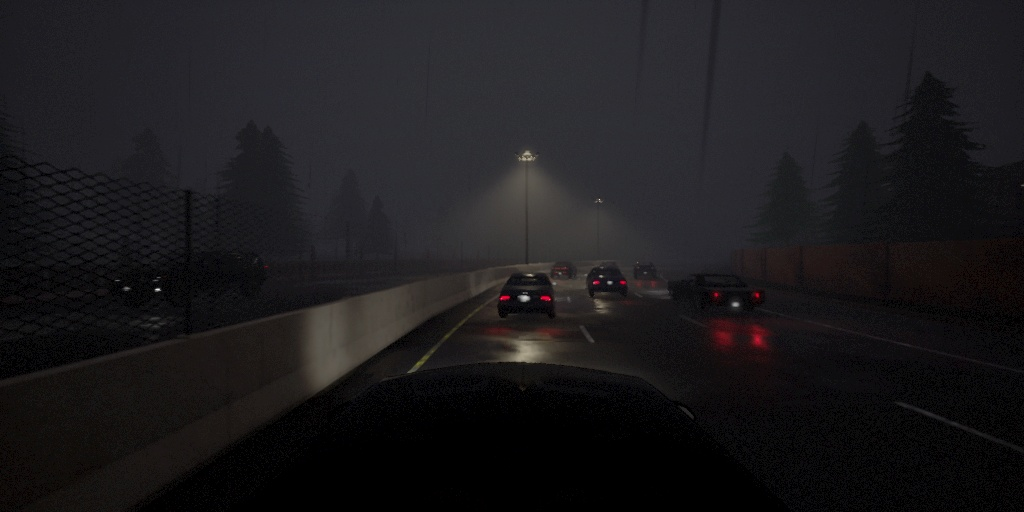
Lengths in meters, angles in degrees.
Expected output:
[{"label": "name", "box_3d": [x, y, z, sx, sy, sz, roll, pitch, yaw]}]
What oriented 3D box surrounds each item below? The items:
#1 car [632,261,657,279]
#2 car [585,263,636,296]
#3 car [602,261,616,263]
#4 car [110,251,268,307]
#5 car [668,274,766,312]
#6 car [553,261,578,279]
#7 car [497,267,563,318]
[{"label": "car", "box_3d": [12.145, 1.230, 32.893, 2.128, 1.511, 4.902, 0, 0, 18]}, {"label": "car", "box_3d": [4.981, 1.291, 19.179, 2.033, 1.411, 5.357, 0, 0, 10]}, {"label": "car", "box_3d": [10.418, 1.284, 38.424, 2.033, 1.411, 5.357, 0, 0, 22]}, {"label": "car", "box_3d": [-13.375, 0.775, 15.495, 2.150, 2.045, 5.566, 0, 0, 6]}, {"label": "car", "box_3d": [7.828, 1.346, 14.341, 1.895, 1.301, 4.718, 0, 0, 7]}, {"label": "car", "box_3d": [4.878, 1.243, 33.210, 1.837, 1.490, 4.892, 0, 0, 18]}, {"label": "car", "box_3d": [0.628, 1.293, 13.044, 2.033, 1.411, 5.357, 0, 0, 5]}]
